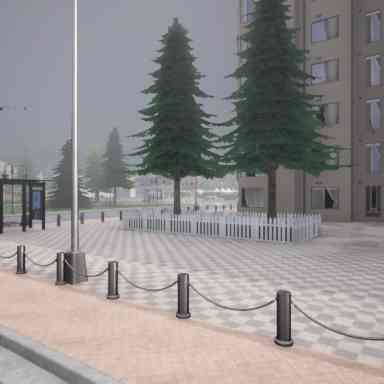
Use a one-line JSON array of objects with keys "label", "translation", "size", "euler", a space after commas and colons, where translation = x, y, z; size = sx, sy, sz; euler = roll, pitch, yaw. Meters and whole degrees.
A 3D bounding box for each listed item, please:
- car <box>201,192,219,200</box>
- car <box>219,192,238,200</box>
[{"label": "car", "translation": [5.185, 1.384, 91.418], "size": [3.806, 1.475, 1.970], "euler": [0, 0, 35]}, {"label": "car", "translation": [9.547, 1.374, 84.715], "size": [3.633, 1.501, 1.845], "euler": [0, 0, 35]}]
